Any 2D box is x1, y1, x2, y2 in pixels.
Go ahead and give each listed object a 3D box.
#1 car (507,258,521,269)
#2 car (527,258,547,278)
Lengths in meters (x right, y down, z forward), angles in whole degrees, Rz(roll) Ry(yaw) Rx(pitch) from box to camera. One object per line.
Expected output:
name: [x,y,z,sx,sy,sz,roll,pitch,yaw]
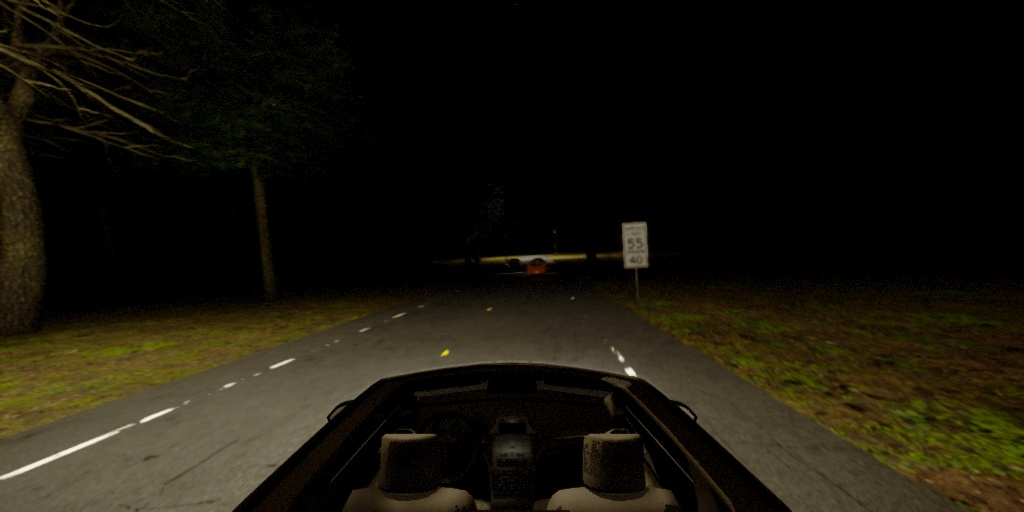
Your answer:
car: [0.310,0.983,52.826,1.882,1.535,5.008,-3,1,5]
car: [2.458,1.271,35.170,1.882,1.535,5.008,-3,0,5]
